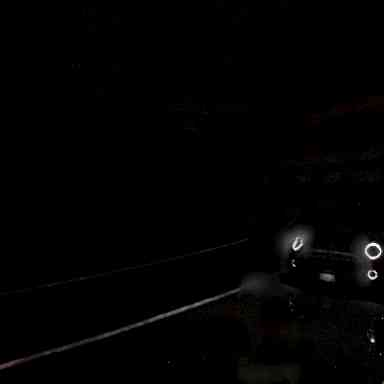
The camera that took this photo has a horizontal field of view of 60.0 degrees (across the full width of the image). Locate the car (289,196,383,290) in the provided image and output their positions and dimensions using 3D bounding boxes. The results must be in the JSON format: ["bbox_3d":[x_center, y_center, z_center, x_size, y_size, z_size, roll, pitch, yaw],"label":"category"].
[{"bbox_3d":[4.330,1.148,8.645,2.097,1.767,4.553,0,1,42],"label":"car"}]

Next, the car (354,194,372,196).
[{"bbox_3d":[13.987,0.923,27.171,1.812,1.442,4.674,0,0,14],"label":"car"}]
